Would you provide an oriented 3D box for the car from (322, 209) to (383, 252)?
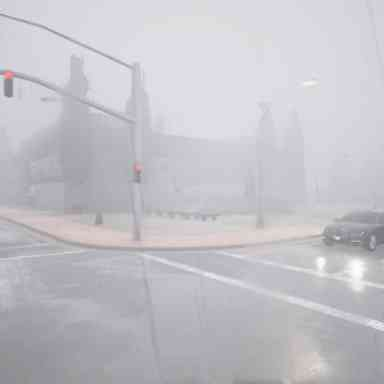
[{"bbox_3d":[7.477,1.523,14.232,4.892,1.490,1.837,0,0,-38],"label":"car"}]
